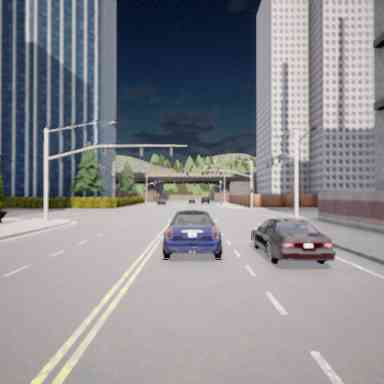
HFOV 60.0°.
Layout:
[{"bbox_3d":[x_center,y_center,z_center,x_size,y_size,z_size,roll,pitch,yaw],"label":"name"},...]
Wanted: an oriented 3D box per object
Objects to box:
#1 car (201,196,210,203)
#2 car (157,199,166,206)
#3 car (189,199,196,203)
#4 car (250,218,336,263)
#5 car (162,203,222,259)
[{"bbox_3d":[3.550,2.182,87.977,2.150,2.045,5.566,0,-1,0],"label":"car"},{"bbox_3d":[-6.956,2.356,76.768,1.837,1.490,4.892,0,-1,0],"label":"car"},{"bbox_3d":[0.050,2.481,87.946,1.812,1.442,4.674,0,-1,0],"label":"car"},{"bbox_3d":[3.515,1.688,12.513,2.033,1.411,5.357,0,-1,0],"label":"car"},{"bbox_3d":[0.025,1.502,13.403,2.097,1.767,4.553,0,-1,0],"label":"car"}]
